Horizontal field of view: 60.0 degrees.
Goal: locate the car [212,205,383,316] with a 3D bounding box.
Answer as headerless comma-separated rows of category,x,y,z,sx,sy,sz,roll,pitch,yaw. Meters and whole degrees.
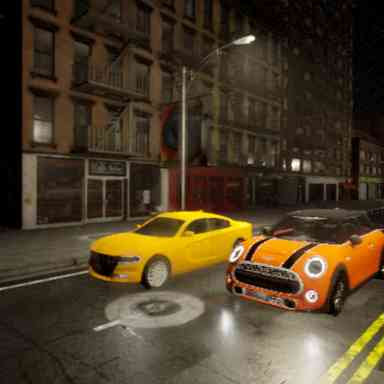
car,2.757,1.213,7.437,2.097,1.767,4.553,1,2,43

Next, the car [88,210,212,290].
car,-0.301,1.295,8.932,1.882,1.535,5.008,1,2,43
